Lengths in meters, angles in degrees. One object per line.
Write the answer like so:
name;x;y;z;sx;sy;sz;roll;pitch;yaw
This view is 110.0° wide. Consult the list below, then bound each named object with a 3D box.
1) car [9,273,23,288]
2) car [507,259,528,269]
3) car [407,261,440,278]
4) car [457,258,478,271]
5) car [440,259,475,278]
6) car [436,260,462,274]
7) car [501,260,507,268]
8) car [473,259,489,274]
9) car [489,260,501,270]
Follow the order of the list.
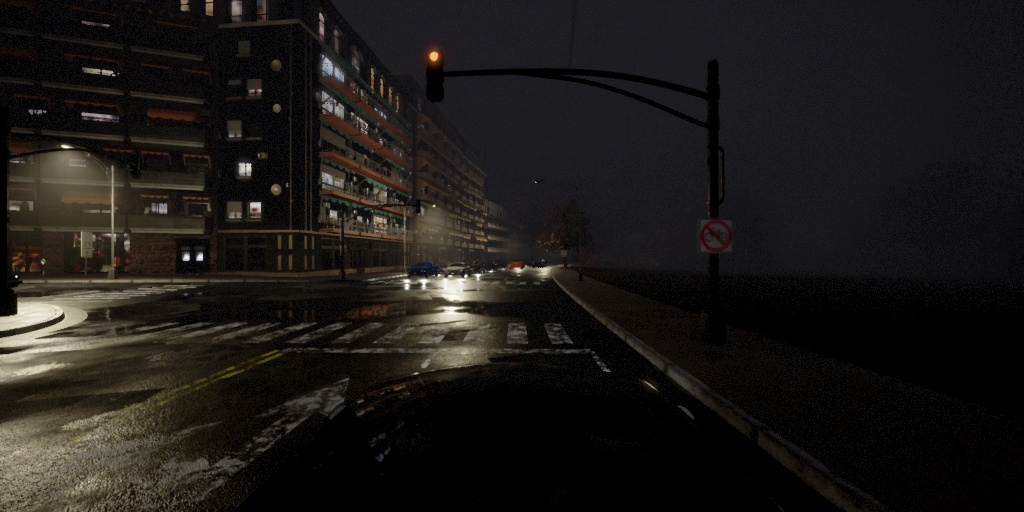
car;-23.955;0.965;14.674;4.718;1.301;1.895;1;0;-18
car;1.008;1.271;60.616;2.097;1.767;4.553;0;0;8
car;-8.531;1.286;34.777;1.882;1.535;5.008;0;0;4
car;-6.605;1.235;53.984;2.097;1.767;4.553;0;0;7
car;-5.246;1.336;35.103;1.812;1.442;4.674;0;0;5
car;-7.688;1.323;44.310;1.882;1.535;5.008;0;0;6
car;-1.922;1.412;64.247;1.882;1.535;5.008;0;0;9
car;-4.457;1.349;43.957;1.837;1.490;4.892;0;0;6
car;-3.343;1.448;53.878;1.994;1.385;4.181;0;0;8
